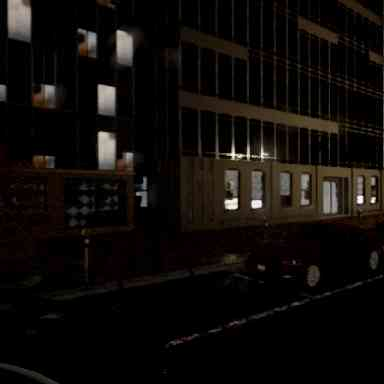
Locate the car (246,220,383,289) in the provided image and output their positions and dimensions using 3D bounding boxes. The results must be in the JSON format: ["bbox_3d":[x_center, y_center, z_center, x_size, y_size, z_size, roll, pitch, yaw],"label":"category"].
[{"bbox_3d":[3.435,1.489,9.009,4.507,1.381,1.887,0,0,-36],"label":"car"}]

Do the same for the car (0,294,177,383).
[{"bbox_3d":[-2.361,1.499,1.694,4.902,1.511,2.128,0,0,-36],"label":"car"}]
